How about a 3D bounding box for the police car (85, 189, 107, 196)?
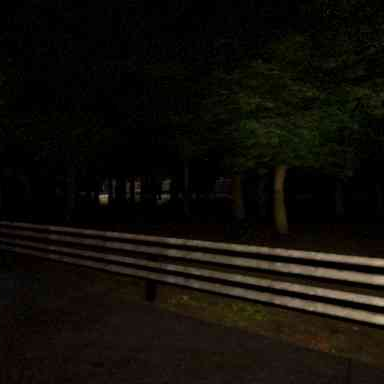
[{"bbox_3d":[-21.694,-0.003,75.614,5.238,1.638,1.930,1,1,10],"label":"police car"}]
